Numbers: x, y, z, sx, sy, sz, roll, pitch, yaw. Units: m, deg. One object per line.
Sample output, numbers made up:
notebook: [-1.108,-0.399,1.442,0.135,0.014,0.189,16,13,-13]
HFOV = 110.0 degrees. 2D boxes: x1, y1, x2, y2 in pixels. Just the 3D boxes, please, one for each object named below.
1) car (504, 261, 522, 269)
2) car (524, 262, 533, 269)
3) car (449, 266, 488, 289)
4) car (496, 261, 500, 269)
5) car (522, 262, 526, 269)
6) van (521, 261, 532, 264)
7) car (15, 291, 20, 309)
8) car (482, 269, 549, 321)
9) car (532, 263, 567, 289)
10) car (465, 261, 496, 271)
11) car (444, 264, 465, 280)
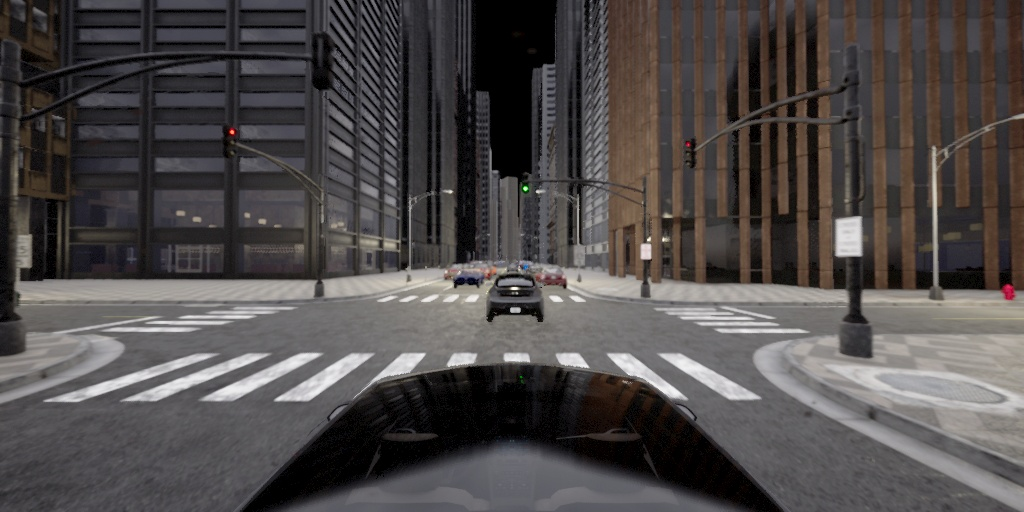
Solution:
car: [0.103,1.931,56.805,2.033,1.411,5.357,0,-1,0]
car: [2.760,1.767,42.619,2.007,1.370,4.403,0,0,0]
car: [-3.091,1.630,26.330,1.895,1.301,4.718,0,-1,0]
car: [-3.073,1.608,45.974,2.097,1.767,4.553,0,-1,0]
car: [2.760,1.848,48.228,1.948,1.339,4.313,0,0,0]
van: [2.759,1.755,59.445,1.690,1.789,3.998,0,0,0]
car: [-18.524,1.014,10.707,5.566,2.045,2.150,0,-1,1]
car: [0.102,1.390,13.061,1.837,1.490,4.892,0,-1,0]
car: [2.761,1.463,25.794,1.967,1.591,4.097,0,0,0]
car: [-3.089,1.493,36.025,2.097,1.767,4.553,0,-1,0]
car: [-5.765,1.592,36.992,1.967,1.591,4.097,0,0,0]
